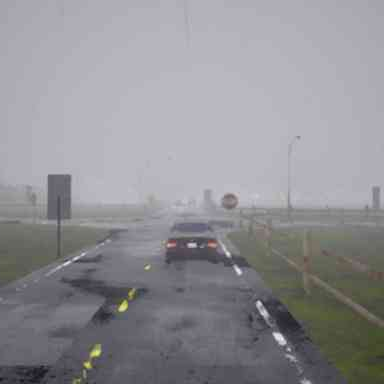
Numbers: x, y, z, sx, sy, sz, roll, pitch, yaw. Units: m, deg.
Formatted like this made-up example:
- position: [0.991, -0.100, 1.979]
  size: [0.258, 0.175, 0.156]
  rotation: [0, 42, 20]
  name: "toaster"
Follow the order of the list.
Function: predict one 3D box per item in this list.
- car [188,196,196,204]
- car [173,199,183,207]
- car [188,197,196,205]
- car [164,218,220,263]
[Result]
- position: [0.010, 2.008, 84.505]
  size: [2.097, 1.767, 4.553]
  rotation: [0, -1, 0]
  name: "car"
- position: [-2.743, 2.197, 67.070]
  size: [2.033, 1.411, 5.357]
  rotation: [0, 0, 0]
  name: "car"
- position: [0.009, 2.253, 74.114]
  size: [2.033, 1.411, 5.357]
  rotation: [0, -1, 0]
  name: "car"
- position: [0.012, 1.671, 12.513]
  size: [2.033, 1.411, 5.357]
  rotation: [0, -1, 0]
  name: "car"
